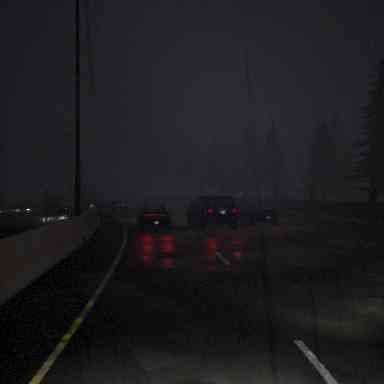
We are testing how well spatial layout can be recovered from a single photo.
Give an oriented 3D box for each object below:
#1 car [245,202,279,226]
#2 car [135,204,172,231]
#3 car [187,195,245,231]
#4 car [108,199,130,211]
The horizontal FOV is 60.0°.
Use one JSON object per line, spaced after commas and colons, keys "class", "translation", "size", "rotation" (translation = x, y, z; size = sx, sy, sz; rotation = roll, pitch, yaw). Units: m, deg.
{"class": "car", "translation": [4.205, 1.442, 23.098], "size": [1.882, 1.535, 5.008], "rotation": [0, 0, -13]}
{"class": "car", "translation": [-2.453, 1.477, 20.687], "size": [2.128, 1.511, 4.902], "rotation": [0, 0, -12]}
{"class": "car", "translation": [1.152, 1.196, 20.823], "size": [2.150, 2.045, 5.566], "rotation": [0, 0, -12]}
{"class": "car", "translation": [-9.063, 1.527, 40.992], "size": [2.033, 1.411, 5.357], "rotation": [0, 0, -24]}
